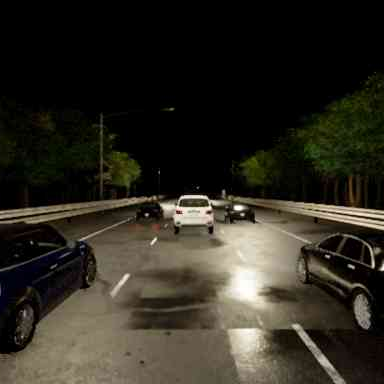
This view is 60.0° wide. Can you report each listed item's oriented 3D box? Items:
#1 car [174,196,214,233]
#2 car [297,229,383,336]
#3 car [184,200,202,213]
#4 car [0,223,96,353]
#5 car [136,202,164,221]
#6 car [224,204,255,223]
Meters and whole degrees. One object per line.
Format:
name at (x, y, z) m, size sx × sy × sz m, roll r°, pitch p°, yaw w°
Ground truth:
car at (0.103, 1.240, 19.955) m, size 2.150 × 2.045 × 5.566 m, roll 0°, pitch 0°, yaw 0°
car at (3.601, 1.512, 6.652) m, size 1.837 × 1.490 × 4.892 m, roll 0°, pitch 0°, yaw 0°
car at (0.105, 1.632, 38.442) m, size 1.895 × 1.301 × 4.718 m, roll 0°, pitch 0°, yaw 0°
car at (-3.399, 1.358, 6.329) m, size 2.097 × 1.767 × 4.553 m, roll 0°, pitch 0°, yaw 0°
car at (-3.396, 1.549, 27.253) m, size 1.812 × 1.442 × 4.674 m, roll 0°, pitch 0°, yaw 0°
car at (3.604, 1.587, 25.729) m, size 1.994 × 1.385 × 4.181 m, roll 0°, pitch 0°, yaw 0°
